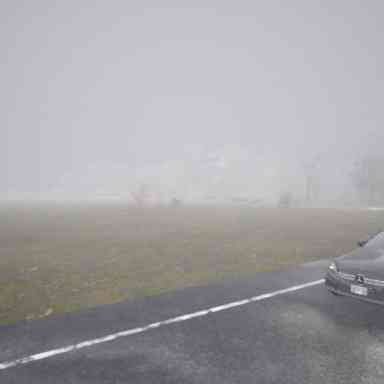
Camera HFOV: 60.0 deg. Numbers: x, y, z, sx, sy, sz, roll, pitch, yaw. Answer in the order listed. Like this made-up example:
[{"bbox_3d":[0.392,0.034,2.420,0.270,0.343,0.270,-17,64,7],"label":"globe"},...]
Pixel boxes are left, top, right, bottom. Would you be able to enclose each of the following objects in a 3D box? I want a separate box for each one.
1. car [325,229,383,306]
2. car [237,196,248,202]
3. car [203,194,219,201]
[{"bbox_3d":[4.924,1.517,7.396,4.674,1.442,1.812,0,0,-36],"label":"car"},{"bbox_3d":[9.267,1.433,68.349,1.895,1.301,4.718,0,0,-33],"label":"car"},{"bbox_3d":[4.333,1.223,75.684,1.812,1.442,4.674,0,0,-34],"label":"car"}]
